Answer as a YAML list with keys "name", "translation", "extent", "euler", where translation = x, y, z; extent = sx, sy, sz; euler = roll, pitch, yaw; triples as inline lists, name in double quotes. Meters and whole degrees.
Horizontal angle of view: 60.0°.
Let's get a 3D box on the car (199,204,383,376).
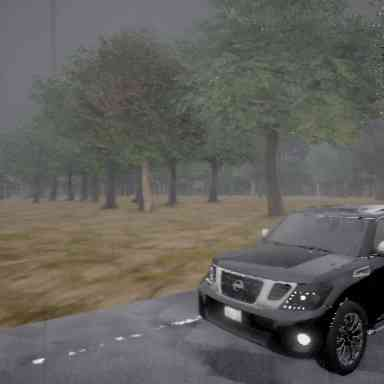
- name: "car"
  translation: [2.743, 1.274, 6.042]
  extent: [5.566, 2.045, 2.150]
  euler: [1, -1, -37]
